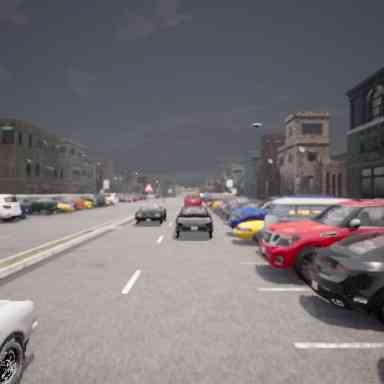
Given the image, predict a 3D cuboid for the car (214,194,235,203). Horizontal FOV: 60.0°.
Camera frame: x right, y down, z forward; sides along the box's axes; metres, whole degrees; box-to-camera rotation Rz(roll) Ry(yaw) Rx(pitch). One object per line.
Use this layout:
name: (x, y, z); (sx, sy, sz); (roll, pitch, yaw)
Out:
car: (4.695, 1.341, 31.225); (4.553, 1.767, 2.185); (0, 0, 0)

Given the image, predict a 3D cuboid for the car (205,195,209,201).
car: (4.547, 1.501, 45.119); (5.366, 1.575, 1.946); (0, 0, 0)

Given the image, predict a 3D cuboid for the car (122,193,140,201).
car: (-15.470, 1.350, 76.717); (5.566, 2.045, 2.435); (0, 0, 0)

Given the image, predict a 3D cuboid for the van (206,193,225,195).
van: (4.852, 1.294, 50.679); (4.442, 1.987, 1.878); (0, 0, 0)

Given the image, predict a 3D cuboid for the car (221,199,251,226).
car: (4.716, 1.457, 22.886); (4.892, 1.521, 2.231); (0, 0, 0)

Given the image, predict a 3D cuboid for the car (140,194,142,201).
car: (-15.497, 1.643, 82.102); (4.674, 1.452, 2.002); (0, 0, 0)

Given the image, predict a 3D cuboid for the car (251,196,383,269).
car: (4.686, 1.209, 8.993); (5.566, 2.045, 2.435); (0, 0, 0)

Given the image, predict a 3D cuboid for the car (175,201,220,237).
car: (0.110, 1.466, 17.830); (2.128, 1.511, 4.902); (0, 0, 0)

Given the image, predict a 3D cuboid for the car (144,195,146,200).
car: (-15.496, 1.604, 87.748); (5.008, 1.535, 2.097); (0, 0, 0)

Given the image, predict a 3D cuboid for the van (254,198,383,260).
van: (4.599, 1.232, 11.770); (4.442, 1.987, 1.878); (0, 0, 0)

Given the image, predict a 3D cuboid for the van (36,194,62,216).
van: (-15.602, 1.269, 32.592); (4.442, 1.987, 1.878); (0, 0, 0)

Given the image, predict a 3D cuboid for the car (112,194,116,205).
car: (-15.523, 1.440, 54.778); (4.553, 1.767, 2.185); (0, 0, 0)

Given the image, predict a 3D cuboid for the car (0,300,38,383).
car: (-2.898, 1.595, 2.136); (1.895, 1.301, 4.718); (0, 0, 0)

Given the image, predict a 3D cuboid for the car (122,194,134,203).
car: (-15.467, 1.628, 71.201); (4.792, 1.488, 2.163); (0, 0, 0)

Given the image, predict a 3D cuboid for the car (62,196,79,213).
car: (-15.301, 1.500, 35.350); (5.366, 1.575, 1.946); (0, 0, 0)

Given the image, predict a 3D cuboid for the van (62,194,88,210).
van: (-15.604, 1.294, 40.865); (4.442, 1.987, 1.878); (0, 0, 0)

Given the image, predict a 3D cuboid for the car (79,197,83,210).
car: (-15.484, 1.551, 38.108); (4.674, 1.452, 2.002); (0, 0, 0)

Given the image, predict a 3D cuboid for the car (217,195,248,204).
car: (4.693, 1.337, 28.445); (4.553, 1.767, 2.185); (0, 0, 0)

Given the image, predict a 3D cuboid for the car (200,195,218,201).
car: (4.769, 1.632, 92.360); (4.792, 1.488, 2.163); (0, 0, 0)

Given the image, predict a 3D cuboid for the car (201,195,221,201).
car: (4.796, 1.618, 84.025); (4.792, 1.488, 2.163); (0, 0, 0)

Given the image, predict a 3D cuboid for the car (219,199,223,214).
car: (4.720, 1.499, 25.665); (4.674, 1.452, 2.002); (0, 0, 0)

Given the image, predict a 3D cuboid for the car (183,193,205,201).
car: (0.121, 1.228, 40.187); (2.150, 2.045, 5.566); (0, -1, 0)

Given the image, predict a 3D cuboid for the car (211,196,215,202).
car: (4.733, 1.474, 34.003); (4.892, 1.521, 2.231); (0, 0, 0)

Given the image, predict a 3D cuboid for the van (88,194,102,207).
van: (-15.373, 1.313, 46.381); (4.442, 1.987, 1.878); (0, 0, 0)

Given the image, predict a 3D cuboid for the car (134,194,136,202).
car: (-15.499, 1.640, 73.959); (4.674, 1.452, 2.002); (0, 0, 0)

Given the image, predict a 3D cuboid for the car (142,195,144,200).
car: (-15.498, 1.643, 84.991); (4.674, 1.452, 2.002); (0, 0, 0)

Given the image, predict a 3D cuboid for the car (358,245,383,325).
car: (4.682, 1.500, 3.434); (4.792, 1.488, 2.163); (0, 0, 0)

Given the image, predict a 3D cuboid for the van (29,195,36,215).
van: (-15.600, 1.258, 27.079); (4.442, 1.987, 1.878); (0, 0, 0)

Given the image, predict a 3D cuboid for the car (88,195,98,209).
car: (-15.494, 1.529, 43.622); (5.008, 1.535, 2.097); (0, 0, 0)

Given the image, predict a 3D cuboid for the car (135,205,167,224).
car: (-2.888, 1.578, 24.377); (1.895, 1.301, 4.718); (0, 0, 0)

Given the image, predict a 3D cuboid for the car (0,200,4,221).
car: (-15.487, 1.476, 21.565); (5.008, 1.535, 2.097); (0, 0, 0)

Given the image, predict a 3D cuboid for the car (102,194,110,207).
car: (-15.519, 1.297, 49.139); (5.566, 2.045, 2.435); (0, 0, 0)

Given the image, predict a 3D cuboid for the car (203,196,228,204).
car: (4.715, 1.589, 67.355); (4.792, 1.488, 2.163); (0, 0, 0)

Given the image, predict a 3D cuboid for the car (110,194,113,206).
car: (-15.486, 1.557, 52.021); (5.008, 1.535, 2.097); (0, 0, 0)

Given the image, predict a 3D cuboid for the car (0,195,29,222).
car: (-15.511, 1.228, 24.321); (5.566, 2.045, 2.435); (0, 0, 0)

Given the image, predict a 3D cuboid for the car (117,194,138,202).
car: (-15.467, 1.477, 79.475); (4.553, 1.767, 2.185); (0, 0, 0)

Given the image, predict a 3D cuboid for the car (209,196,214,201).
car: (4.724, 1.480, 36.779); (5.008, 1.535, 2.097); (0, 0, 0)

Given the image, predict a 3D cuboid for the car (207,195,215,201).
car: (4.726, 1.495, 42.340); (5.008, 1.535, 2.097); (0, 0, 0)

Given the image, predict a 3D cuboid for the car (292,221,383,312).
car: (4.707, 1.467, 6.213); (4.892, 1.521, 2.231); (0, 0, 0)

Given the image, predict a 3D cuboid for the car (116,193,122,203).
car: (-15.521, 1.322, 57.413); (5.566, 2.045, 2.435); (0, 0, 0)

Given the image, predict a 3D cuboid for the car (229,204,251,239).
car: (4.532, 1.453, 14.550); (5.366, 1.575, 1.946); (0, 0, 0)
